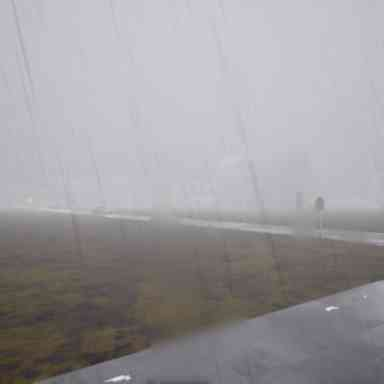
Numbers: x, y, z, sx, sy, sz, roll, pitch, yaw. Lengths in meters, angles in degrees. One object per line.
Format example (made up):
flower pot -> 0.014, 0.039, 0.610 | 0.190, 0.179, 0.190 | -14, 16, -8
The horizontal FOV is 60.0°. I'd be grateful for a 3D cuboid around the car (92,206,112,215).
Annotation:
car -> -14.356, 2.909, 52.988 | 2.128, 1.511, 4.902 | 2, -3, -36
